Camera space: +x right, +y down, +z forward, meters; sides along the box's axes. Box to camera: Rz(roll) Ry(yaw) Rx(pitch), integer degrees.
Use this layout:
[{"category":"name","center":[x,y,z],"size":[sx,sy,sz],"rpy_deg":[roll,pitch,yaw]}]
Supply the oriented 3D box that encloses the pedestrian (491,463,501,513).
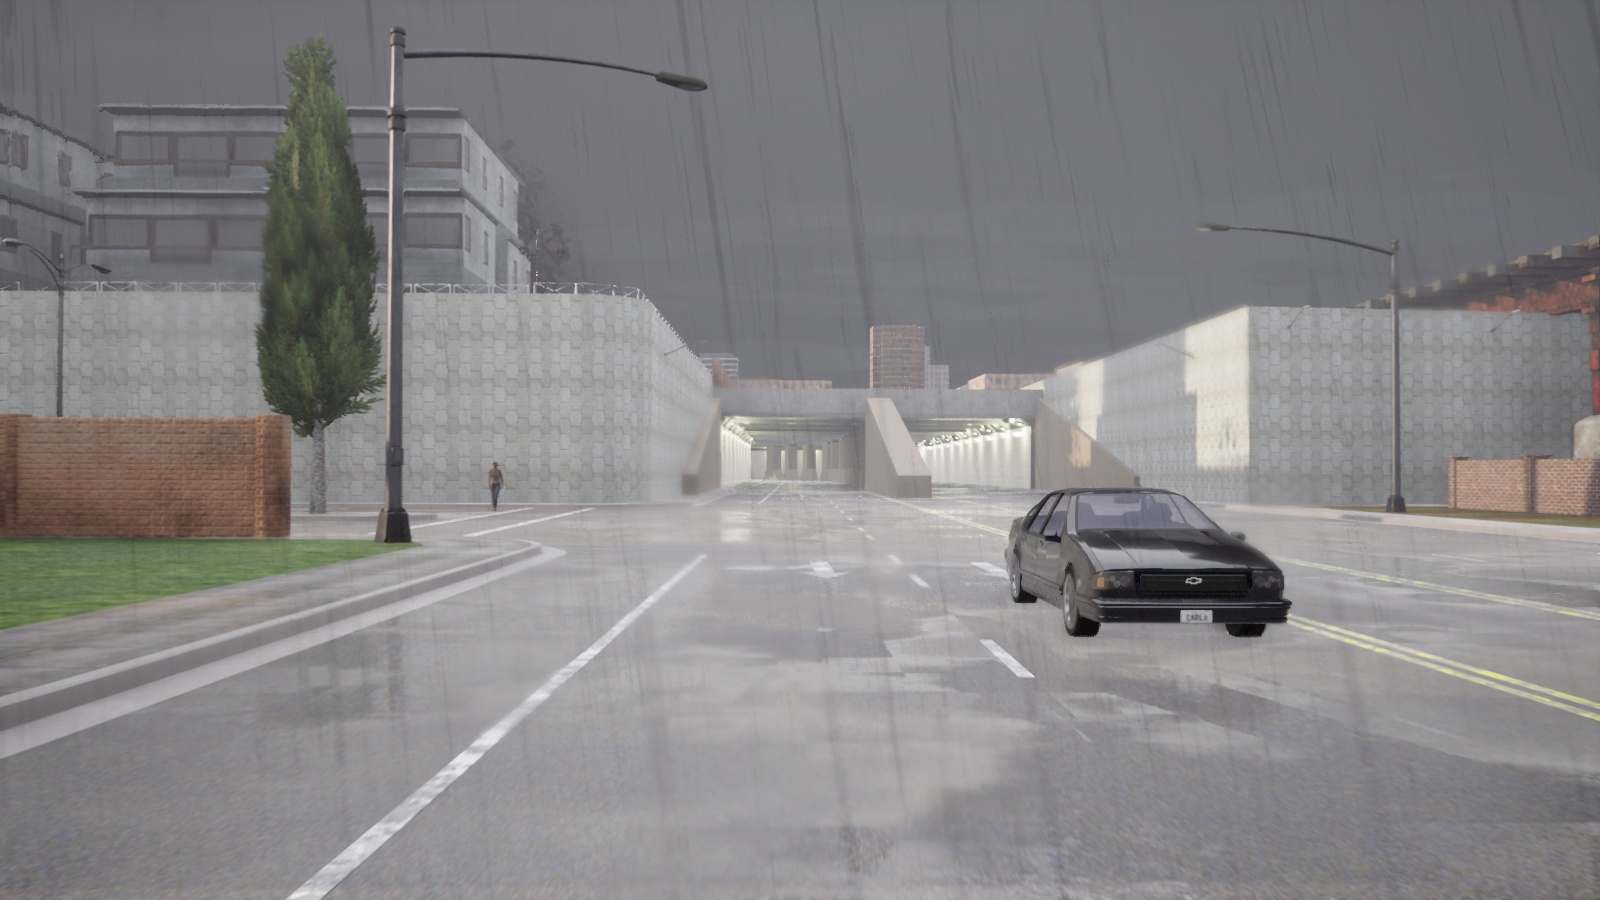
[{"category":"pedestrian","center":[-11.086,1.370,45.778],"size":[0.328,1.805,0.869],"rpy_deg":[0,-1,-12]}]

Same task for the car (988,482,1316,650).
[{"category":"car","center":[3.464,1.076,13.607],"size":[2.033,1.411,5.357],"rpy_deg":[0,-1,0]}]
